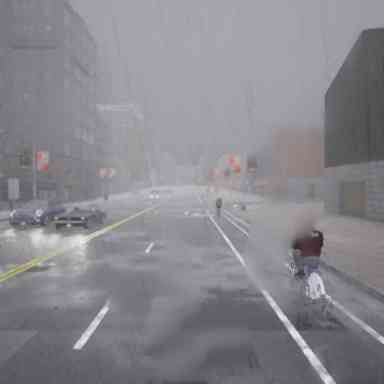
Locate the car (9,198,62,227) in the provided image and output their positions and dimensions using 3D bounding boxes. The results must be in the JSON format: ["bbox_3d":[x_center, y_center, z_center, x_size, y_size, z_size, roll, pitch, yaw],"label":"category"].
[{"bbox_3d":[-9.883,1.227,21.713,2.097,1.767,4.553,0,1,0],"label":"car"}]

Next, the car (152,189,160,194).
[{"bbox_3d":[-9.965,-0.215,91.115,1.895,1.301,4.718,0,2,0],"label":"car"}]

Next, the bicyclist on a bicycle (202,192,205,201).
[{"bbox_3d":[2.108,0.811,62.272,0.866,1.612,1.509,0,1,0],"label":"bicyclist on a bicycle"}]

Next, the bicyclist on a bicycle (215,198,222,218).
[{"bbox_3d":[2.186,1.286,27.015,0.582,1.620,1.656,0,0,0],"label":"bicyclist on a bicycle"}]

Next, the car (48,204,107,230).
[{"bbox_3d":[-6.636,1.489,20.153,1.895,1.301,4.718,0,0,0],"label":"car"}]

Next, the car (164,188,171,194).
[{"bbox_3d":[-6.715,-0.271,91.151,2.033,1.411,5.357,0,2,0],"label":"car"}]

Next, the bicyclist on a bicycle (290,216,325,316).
[{"bbox_3d":[2.234,1.342,6.584,0.659,1.776,1.843,0,1,0],"label":"bicyclist on a bicycle"}]
